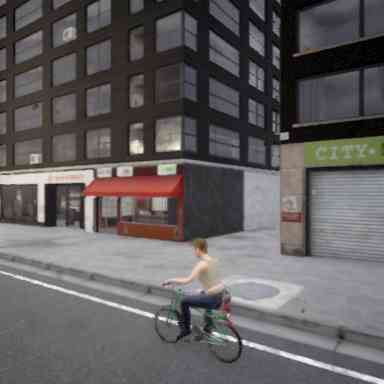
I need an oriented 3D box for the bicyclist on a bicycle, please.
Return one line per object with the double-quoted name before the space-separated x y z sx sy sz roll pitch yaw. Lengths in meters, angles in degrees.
"bicyclist on a bicycle" 0.037 1.448 4.660 1.509 1.612 0.866 0 0 35
